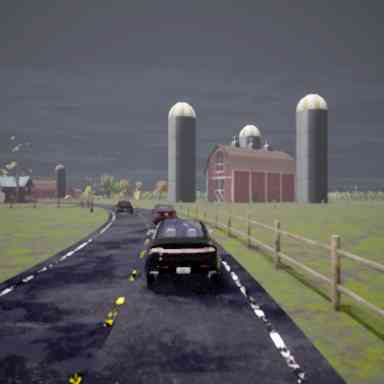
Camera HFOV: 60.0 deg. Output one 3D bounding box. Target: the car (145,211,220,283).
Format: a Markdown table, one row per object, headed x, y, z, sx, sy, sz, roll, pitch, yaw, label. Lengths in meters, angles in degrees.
| x | y | z | sx | sy | sz | roll | pitch | yaw | label |
| --- | --- | --- | --- | --- | --- | --- | --- | --- | --- |
| -0.313 | 1.552 | 9.878 | 2.128 | 1.511 | 4.902 | 0 | 0 | -3 | car |

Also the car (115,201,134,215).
| x | y | z | sx | sy | sz | roll | pitch | yaw | label |
| --- | --- | --- | --- | --- | --- | --- | --- | --- | --- |
| -7.886 | 1.756 | 38.652 | 1.882 | 1.535 | 5.008 | 0 | -1 | -15 | car |

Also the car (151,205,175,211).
| x | y | z | sx | sy | sz | roll | pitch | yaw | label |
| --- | --- | --- | --- | --- | --- | --- | --- | --- | --- |
| -2.320 | 1.727 | 27.104 | 2.033 | 1.411 | 5.357 | 0 | 0 | -10 | car |
